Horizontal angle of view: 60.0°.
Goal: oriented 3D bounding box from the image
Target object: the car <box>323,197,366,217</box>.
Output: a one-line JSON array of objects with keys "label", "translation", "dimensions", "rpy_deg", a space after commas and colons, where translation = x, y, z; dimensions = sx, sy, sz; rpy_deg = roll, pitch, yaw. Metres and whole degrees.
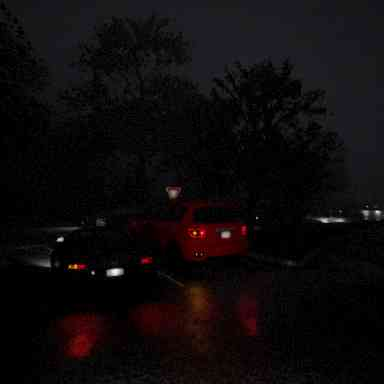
[{"label": "car", "translation": [16.401, 1.618, 36.205], "dimensions": [5.566, 2.045, 2.150], "rpy_deg": [1, -1, -42]}]

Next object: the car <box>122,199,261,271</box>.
[{"label": "car", "translation": [-0.393, 1.264, 11.451], "dimensions": [2.150, 2.045, 5.566], "rpy_deg": [0, 0, -30]}]

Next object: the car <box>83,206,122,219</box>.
[{"label": "car", "translation": [-4.803, 1.653, 23.040], "dimensions": [5.357, 1.411, 2.033], "rpy_deg": [0, 0, -26]}]

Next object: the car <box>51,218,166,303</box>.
[{"label": "car", "translation": [-2.410, 1.600, 8.515], "dimensions": [1.994, 1.385, 4.181], "rpy_deg": [0, 0, -25]}]

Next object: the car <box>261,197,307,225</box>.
[{"label": "car", "translation": [6.307, 1.394, 25.511], "dimensions": [5.566, 2.045, 2.150], "rpy_deg": [0, 0, -30]}]

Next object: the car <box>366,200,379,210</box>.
[{"label": "car", "translation": [27.592, 2.067, 51.481], "dimensions": [1.837, 1.490, 4.892], "rpy_deg": [0, 0, 24]}]
